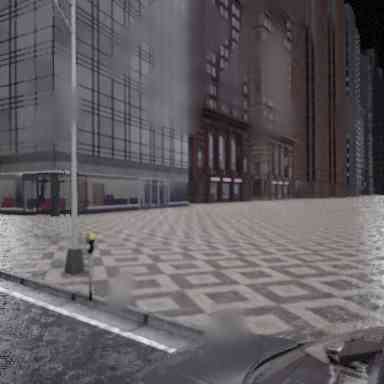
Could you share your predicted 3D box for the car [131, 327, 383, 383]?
[{"bbox_3d":[1.439,1.552,1.832,4.403,1.369,2.008,0,0,36],"label":"car"}]
